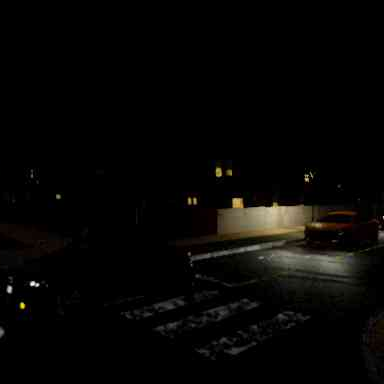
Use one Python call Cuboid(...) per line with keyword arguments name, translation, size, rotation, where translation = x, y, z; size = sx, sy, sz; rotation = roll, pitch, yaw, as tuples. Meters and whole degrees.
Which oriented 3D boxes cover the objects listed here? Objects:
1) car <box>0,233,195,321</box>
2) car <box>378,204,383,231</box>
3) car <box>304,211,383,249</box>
Cuboid(name="car", translation=(-1.920, 1.656, 7.540), size=(4.181, 1.385, 1.994), rotation=(1, -1, -42))
Cuboid(name="car", translation=(14.740, 1.684, 22.772), size=(4.553, 1.767, 2.097), rotation=(1, -2, -42))
Cuboid(name="car", translation=(7.233, 1.701, 15.913), size=(5.008, 1.535, 1.882), rotation=(1, -2, -42))
